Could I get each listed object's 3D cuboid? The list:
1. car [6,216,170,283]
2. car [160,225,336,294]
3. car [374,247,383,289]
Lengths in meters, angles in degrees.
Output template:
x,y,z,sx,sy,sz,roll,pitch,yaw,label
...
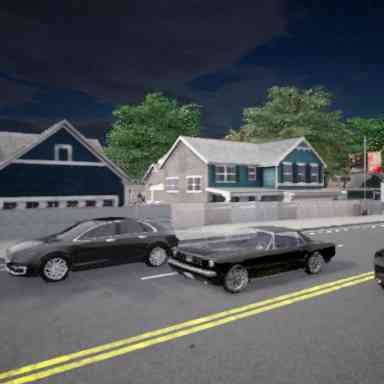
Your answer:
x,y,z,sx,sy,sz,roll,pitch,yaw,label
-2.668,1.507,9.764,4.892,1.490,1.837,0,0,-35,car
1.738,1.607,8.914,4.718,1.301,1.895,0,0,-35,car
6.155,1.515,7.829,4.892,1.490,1.837,0,0,-36,car
